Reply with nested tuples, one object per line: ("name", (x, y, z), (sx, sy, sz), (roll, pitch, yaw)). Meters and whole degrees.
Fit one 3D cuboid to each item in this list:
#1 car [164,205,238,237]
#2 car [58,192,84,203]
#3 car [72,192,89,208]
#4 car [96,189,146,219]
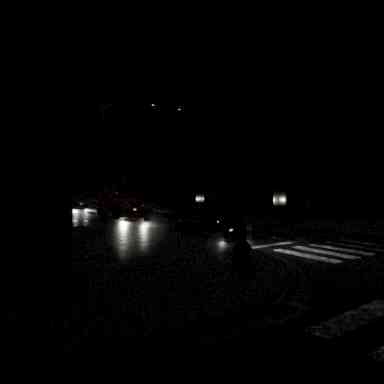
("car", (0.510, 1.376, 16.865), (1.895, 1.301, 4.718), (0, 1, -35))
("car", (-17.182, 0.712, 47.125), (2.033, 1.411, 5.357), (0, 1, -35))
("car", (-12.505, 0.894, 35.380), (2.128, 1.511, 4.902), (0, 1, -35))
("car", (-5.595, 0.826, 25.542), (2.150, 2.045, 5.566), (0, 1, -35))
